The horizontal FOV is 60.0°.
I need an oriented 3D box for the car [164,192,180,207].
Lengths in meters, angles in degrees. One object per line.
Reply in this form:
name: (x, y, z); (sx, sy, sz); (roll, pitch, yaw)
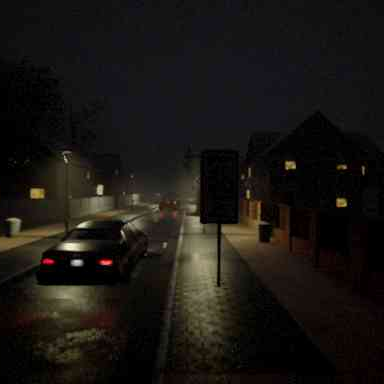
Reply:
car: (-2.879, 1.070, 49.527); (2.150, 2.045, 5.566); (1, 0, -1)

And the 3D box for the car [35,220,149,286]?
car: (-2.381, 1.490, 9.287); (2.033, 1.411, 5.357); (1, 0, -1)

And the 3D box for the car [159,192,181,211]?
car: (-2.706, 1.224, 39.380); (2.097, 1.767, 4.553); (1, 0, 0)
